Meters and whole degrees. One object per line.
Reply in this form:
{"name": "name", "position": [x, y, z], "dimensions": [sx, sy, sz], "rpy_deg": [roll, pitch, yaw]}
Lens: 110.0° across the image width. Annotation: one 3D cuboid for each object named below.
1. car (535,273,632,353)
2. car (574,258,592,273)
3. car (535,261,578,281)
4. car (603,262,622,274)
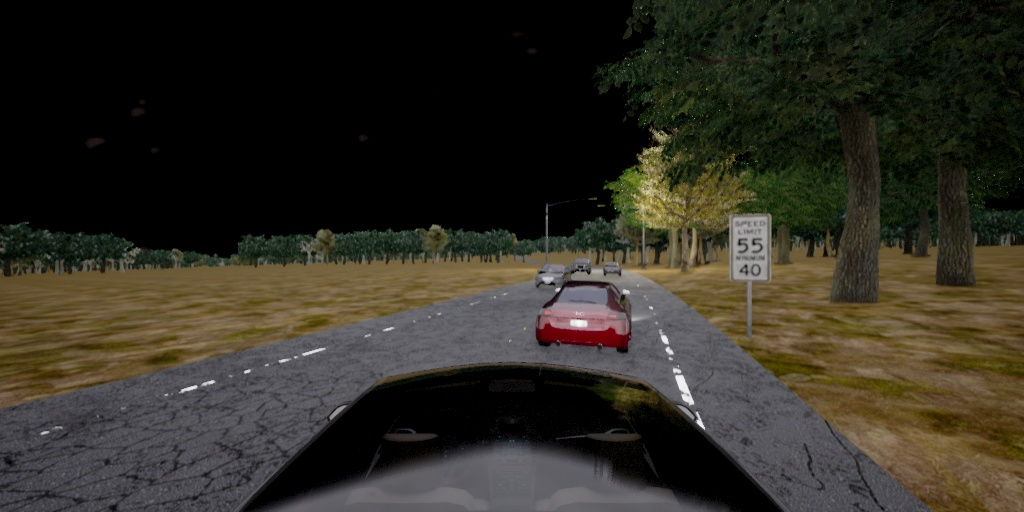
{"name": "car", "position": [1.959, 1.311, 9.030], "dimensions": [1.994, 1.385, 4.181], "rpy_deg": [0, 0, 18]}
{"name": "car", "position": [8.512, 1.236, 43.756], "dimensions": [2.150, 2.045, 5.566], "rpy_deg": [0, 0, 14]}
{"name": "car", "position": [2.823, 1.301, 23.792], "dimensions": [2.128, 1.511, 4.902], "rpy_deg": [0, 0, 17]}
{"name": "car", "position": [11.092, 1.442, 39.658], "dimensions": [2.128, 1.511, 4.902], "rpy_deg": [0, 0, 15]}
